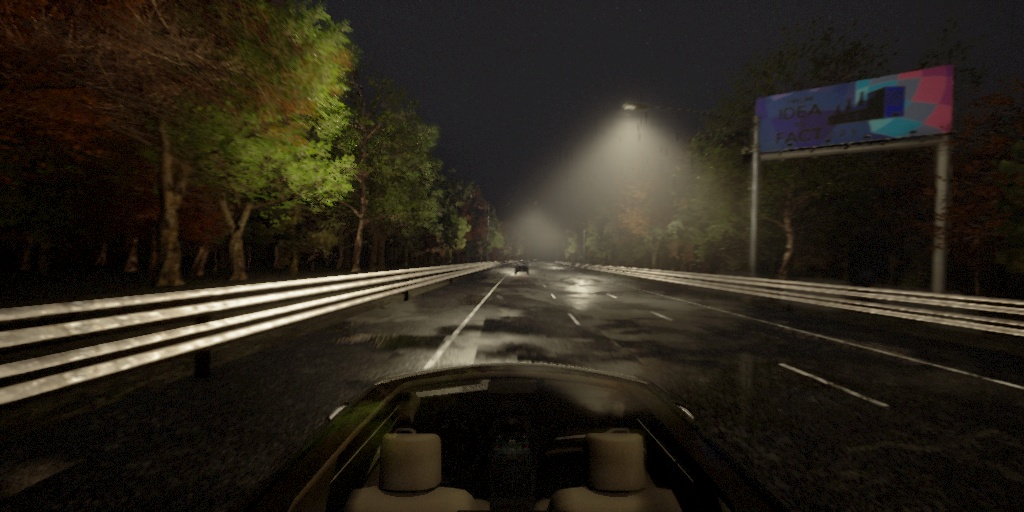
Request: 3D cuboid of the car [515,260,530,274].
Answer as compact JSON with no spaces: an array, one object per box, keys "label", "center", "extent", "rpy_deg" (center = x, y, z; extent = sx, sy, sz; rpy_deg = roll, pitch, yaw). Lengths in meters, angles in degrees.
[{"label":"car","center":[1.366,1.585,47.475],"extent":[2.128,1.511,4.902],"rpy_deg":[2,0,3]}]
